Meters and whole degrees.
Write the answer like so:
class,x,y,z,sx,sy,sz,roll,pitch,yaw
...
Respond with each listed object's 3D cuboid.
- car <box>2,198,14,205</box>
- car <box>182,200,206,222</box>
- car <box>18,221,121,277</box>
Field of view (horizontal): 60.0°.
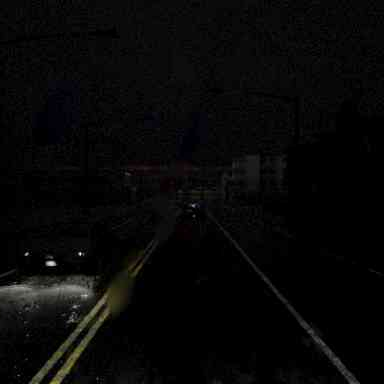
class,x,y,z,sx,sy,sz,roll,pitch,yaw
car,-45.864,2.323,79.827,3.806,1.475,1.970,-1,0,-1
car,0.145,1.683,28.255,2.128,1.511,4.902,0,0,0
car,-3.556,1.635,10.390,1.994,1.385,4.181,0,0,0
